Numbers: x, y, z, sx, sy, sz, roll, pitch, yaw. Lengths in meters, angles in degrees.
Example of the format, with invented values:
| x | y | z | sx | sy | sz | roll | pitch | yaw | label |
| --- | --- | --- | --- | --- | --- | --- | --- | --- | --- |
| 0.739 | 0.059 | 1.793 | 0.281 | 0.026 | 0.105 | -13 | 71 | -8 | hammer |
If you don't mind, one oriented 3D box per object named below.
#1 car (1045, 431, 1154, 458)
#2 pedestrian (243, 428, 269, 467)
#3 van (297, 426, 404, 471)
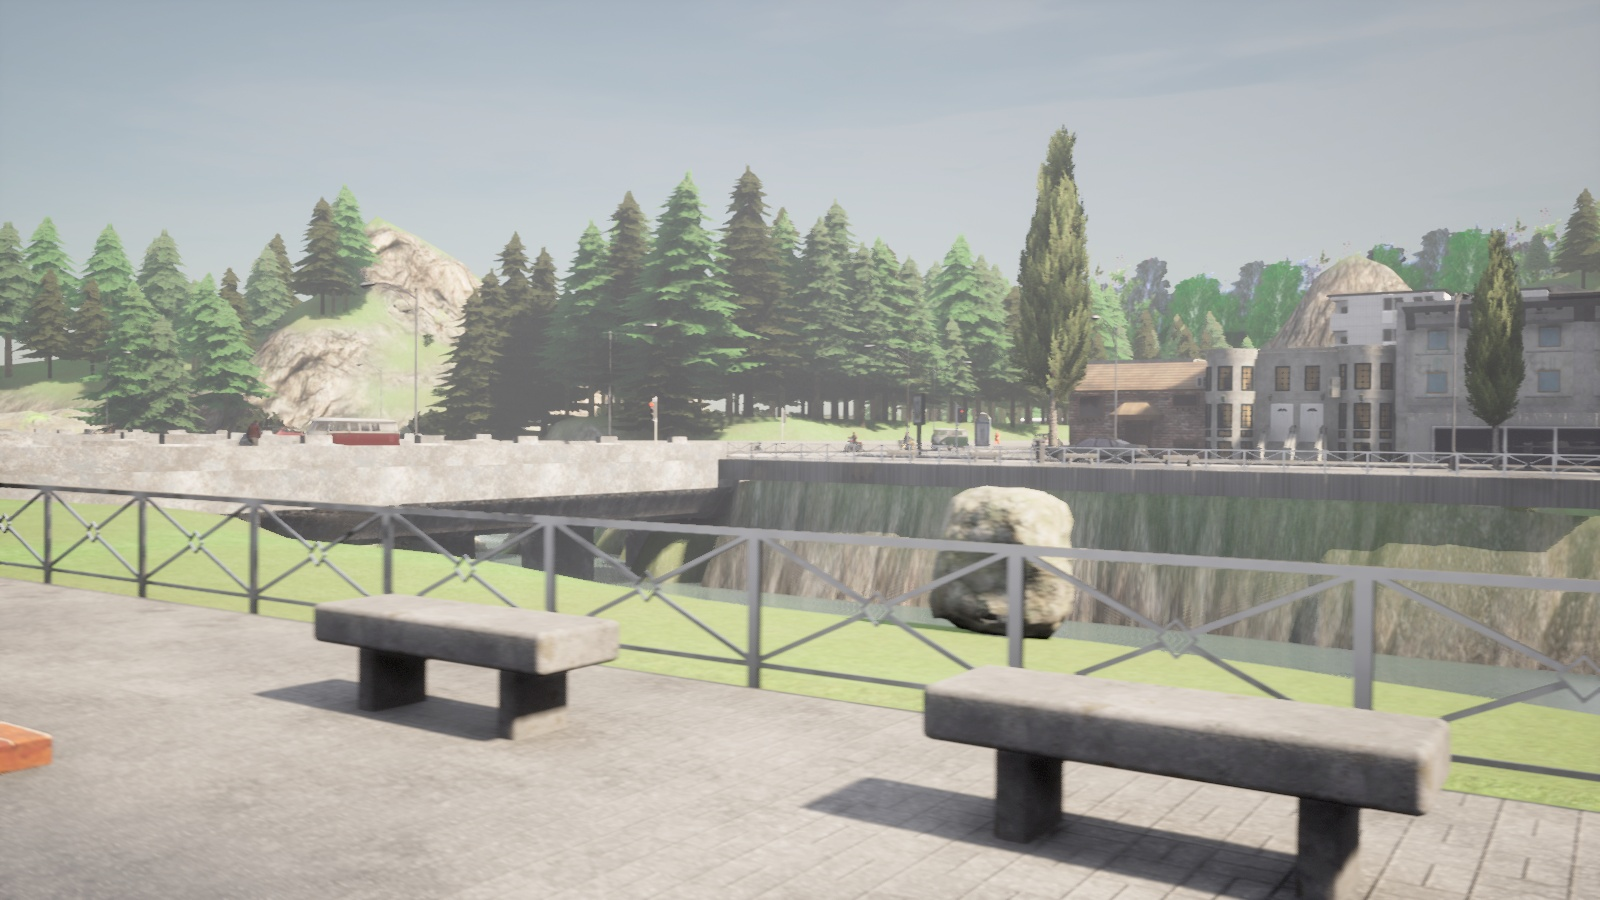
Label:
| x | y | z | sx | sy | sz | roll | pitch | yaw | label |
| --- | --- | --- | --- | --- | --- | --- | --- | --- | --- |
| 16.088 | -0.289 | 67.541 | 5.357 | 1.411 | 2.033 | 0 | 1 | 34 | car |
| -25.745 | -0.137 | 59.431 | 0.634 | 1.844 | 0.899 | 0 | 1 | 25 | pedestrian |
| -20.614 | -0.117 | 57.737 | 1.775 | 1.987 | 4.442 | 0 | 1 | 34 | van |
